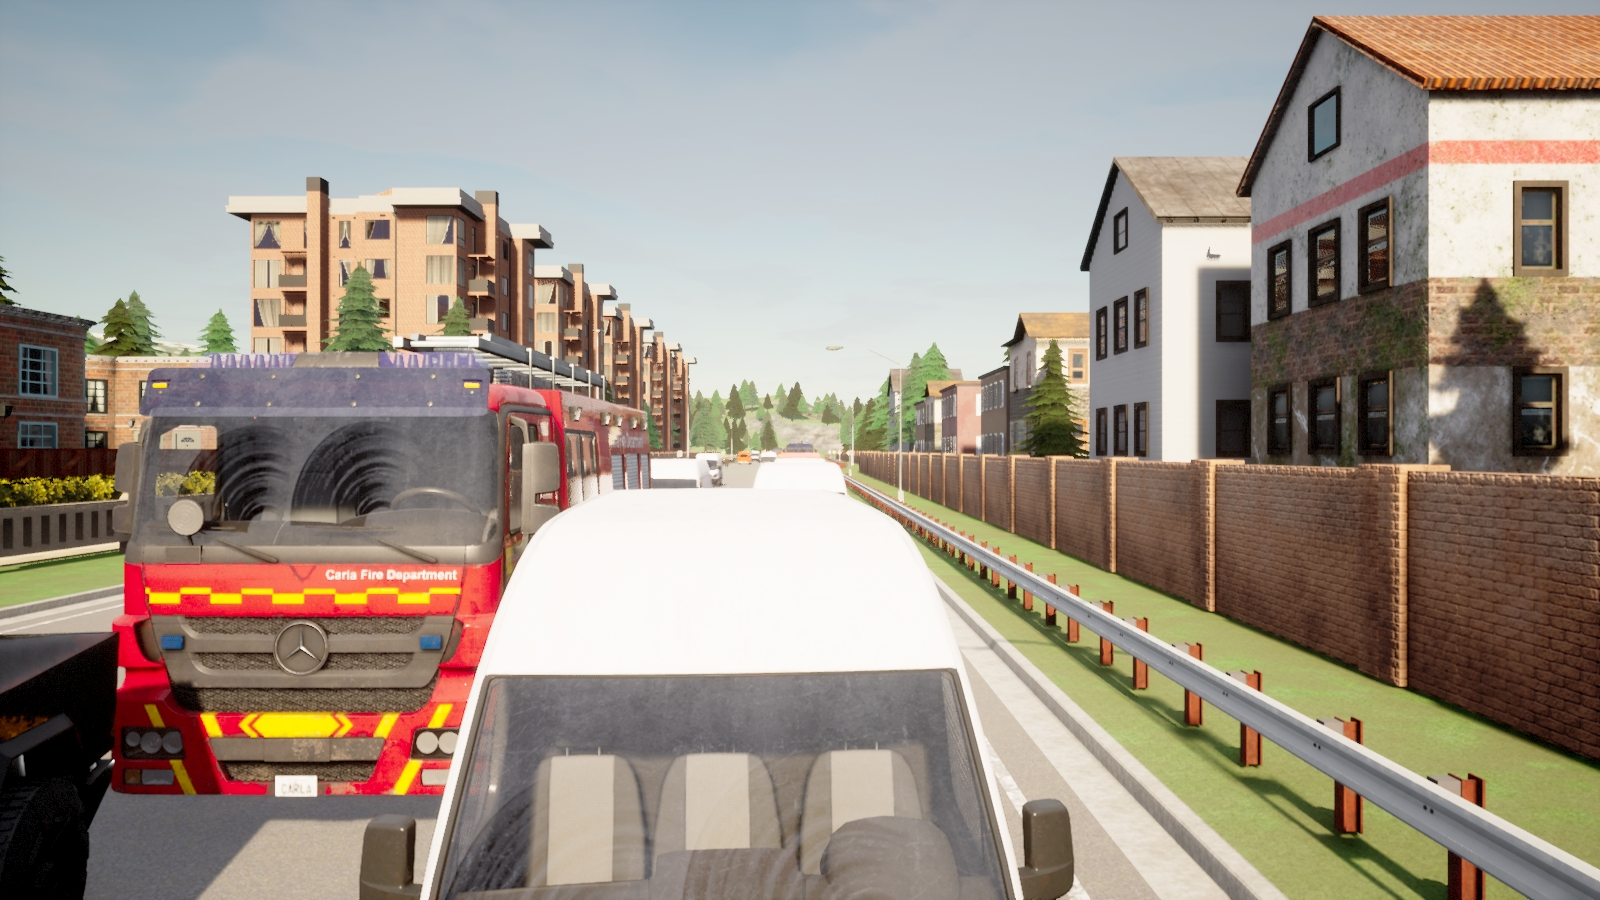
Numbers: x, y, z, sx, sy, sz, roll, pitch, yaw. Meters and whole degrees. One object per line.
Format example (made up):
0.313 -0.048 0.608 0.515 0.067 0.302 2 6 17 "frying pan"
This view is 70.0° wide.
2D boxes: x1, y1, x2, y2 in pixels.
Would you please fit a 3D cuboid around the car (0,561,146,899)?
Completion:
-4.725 1.754 3.934 2.390 2.098 6.274 0 0 -11 "car"

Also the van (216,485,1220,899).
-0.350 1.534 5.219 1.988 2.561 5.915 0 0 -4 "van"

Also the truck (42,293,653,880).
-3.497 0.890 11.692 2.891 3.827 8.468 0 0 0 "truck"
